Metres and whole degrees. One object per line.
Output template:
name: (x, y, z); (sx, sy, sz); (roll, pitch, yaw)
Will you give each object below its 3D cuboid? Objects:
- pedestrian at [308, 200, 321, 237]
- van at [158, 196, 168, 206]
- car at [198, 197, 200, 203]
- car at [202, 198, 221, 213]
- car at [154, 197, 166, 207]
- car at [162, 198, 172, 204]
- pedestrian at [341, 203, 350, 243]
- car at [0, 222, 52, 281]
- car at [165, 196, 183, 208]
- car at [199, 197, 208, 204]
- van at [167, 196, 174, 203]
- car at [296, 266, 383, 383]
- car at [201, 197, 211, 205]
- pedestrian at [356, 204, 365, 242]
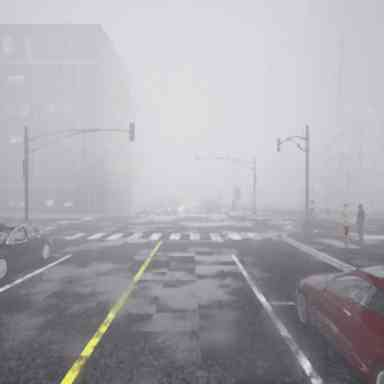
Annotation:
pedestrian: (6.101, 1.273, 16.727); (0.375, 1.860, 0.375); (-1, 0, 0)
van: (-5.636, 1.779, 64.942); (1.690, 1.788, 3.998); (-1, 0, 0)
car: (2.715, 1.984, 64.965); (1.887, 1.381, 4.507); (-1, 0, 0)
car: (2.691, 1.843, 42.382); (1.887, 1.381, 4.507); (-1, 0, 0)
car: (-5.638, 1.969, 59.295); (1.947, 1.339, 4.313); (-1, 0, 0)
car: (-5.621, 2.048, 76.232); (1.887, 1.381, 4.507); (-1, 0, 0)
pedestrian: (7.151, 1.436, 15.528); (0.375, 1.860, 0.375); (-1, 0, 0)
car: (-5.691, 1.624, 9.871); (2.008, 1.369, 4.403); (-1, 0, 0)
car: (-2.988, 1.869, 57.255); (1.882, 1.535, 5.008); (0, 0, 1)
car: (2.738, 1.976, 81.902); (1.967, 1.590, 4.097); (-1, 0, 0)
van: (-5.611, 1.907, 87.527); (1.690, 1.788, 3.998); (-1, 0, 0)
car: (2.684, 1.615, 4.318); (1.802, 1.307, 4.206); (-1, 0, 0)
car: (2.696, 1.774, 48.028); (1.967, 1.590, 4.097); (-1, 0, 0)
pedestrian: (8.152, 1.493, 16.127); (0.375, 1.860, 0.375); (-1, 0, 0)
